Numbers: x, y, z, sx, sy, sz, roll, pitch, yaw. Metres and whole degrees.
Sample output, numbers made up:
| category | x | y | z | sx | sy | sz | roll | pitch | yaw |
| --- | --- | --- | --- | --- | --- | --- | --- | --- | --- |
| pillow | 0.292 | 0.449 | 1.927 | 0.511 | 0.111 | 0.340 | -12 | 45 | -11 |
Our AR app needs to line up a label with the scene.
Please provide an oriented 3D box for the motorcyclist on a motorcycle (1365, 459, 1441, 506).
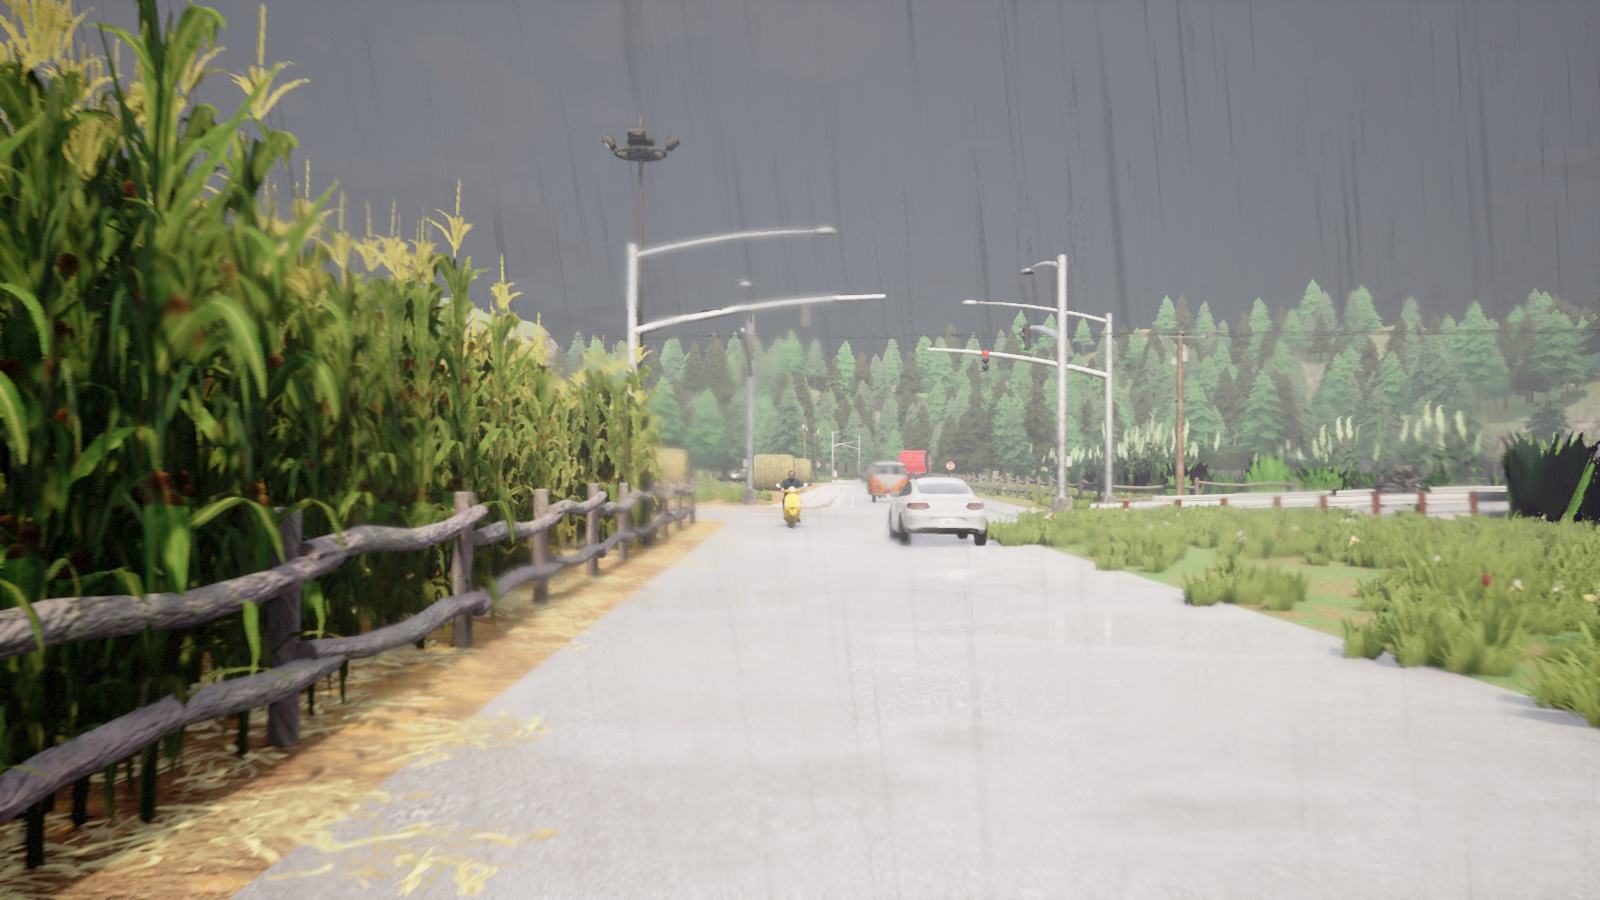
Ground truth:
| category | x | y | z | sx | sy | sz | roll | pitch | yaw |
| --- | --- | --- | --- | --- | --- | --- | --- | --- | --- |
| motorcyclist on a motorcycle | 21.413 | 1.149 | 44.614 | 2.191 | 1.530 | 0.866 | -3 | -1 | 5 |

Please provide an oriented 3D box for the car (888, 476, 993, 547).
| category | x | y | z | sx | sy | sz | roll | pitch | yaw |
| --- | --- | --- | --- | --- | --- | --- | --- | --- | --- |
| car | 3.032 | 1.302 | 27.964 | 1.812 | 1.442 | 4.674 | 0 | -1 | 0 |

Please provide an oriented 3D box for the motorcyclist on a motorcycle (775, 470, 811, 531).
| category | x | y | z | sx | sy | sz | roll | pitch | yaw |
| --- | --- | --- | --- | --- | --- | --- | --- | --- | --- |
| motorcyclist on a motorcycle | -0.205 | 1.348 | 34.155 | 0.866 | 1.590 | 1.817 | -1 | -1 | -3 |

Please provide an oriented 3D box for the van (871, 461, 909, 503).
| category | x | y | z | sx | sy | sz | roll | pitch | yaw |
| --- | --- | --- | --- | --- | --- | --- | --- | --- | --- |
| van | 4.372 | 1.557 | 61.520 | 1.775 | 1.987 | 4.442 | 0 | -1 | 3 |
